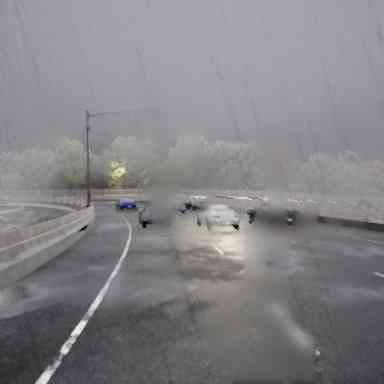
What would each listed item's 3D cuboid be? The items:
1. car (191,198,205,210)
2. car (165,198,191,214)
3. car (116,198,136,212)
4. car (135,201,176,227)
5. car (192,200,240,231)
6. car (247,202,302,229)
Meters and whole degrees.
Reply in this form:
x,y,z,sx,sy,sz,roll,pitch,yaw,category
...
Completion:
x,y,z,sx,sy,sz,roll,pitch,yaw,category
0.420,1.399,37.590,2.128,1.511,4.902,-1,0,-19,car
-2.155,1.489,34.349,2.033,1.411,5.357,-1,0,-18,car
-7.928,1.468,39.893,1.882,1.535,5.008,-1,0,-21,car
-2.563,1.538,22.611,1.994,1.385,4.181,-1,0,-12,car
1.510,1.461,20.285,1.812,1.442,4.674,-1,0,-10,car
4.976,1.375,20.853,1.882,1.535,5.008,-1,0,-10,car
